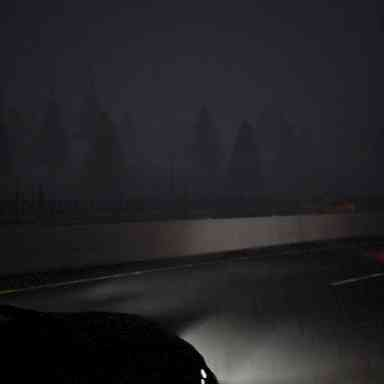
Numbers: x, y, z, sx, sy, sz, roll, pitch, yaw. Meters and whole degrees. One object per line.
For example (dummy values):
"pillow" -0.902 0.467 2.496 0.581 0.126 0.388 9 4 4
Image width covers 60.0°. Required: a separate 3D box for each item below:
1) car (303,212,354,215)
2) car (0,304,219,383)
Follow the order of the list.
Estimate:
"car" 11.995 1.400 29.447 5.008 1.535 1.882 0 0 -20
"car" -1.776 1.554 2.315 4.181 1.385 1.994 0 0 -35
